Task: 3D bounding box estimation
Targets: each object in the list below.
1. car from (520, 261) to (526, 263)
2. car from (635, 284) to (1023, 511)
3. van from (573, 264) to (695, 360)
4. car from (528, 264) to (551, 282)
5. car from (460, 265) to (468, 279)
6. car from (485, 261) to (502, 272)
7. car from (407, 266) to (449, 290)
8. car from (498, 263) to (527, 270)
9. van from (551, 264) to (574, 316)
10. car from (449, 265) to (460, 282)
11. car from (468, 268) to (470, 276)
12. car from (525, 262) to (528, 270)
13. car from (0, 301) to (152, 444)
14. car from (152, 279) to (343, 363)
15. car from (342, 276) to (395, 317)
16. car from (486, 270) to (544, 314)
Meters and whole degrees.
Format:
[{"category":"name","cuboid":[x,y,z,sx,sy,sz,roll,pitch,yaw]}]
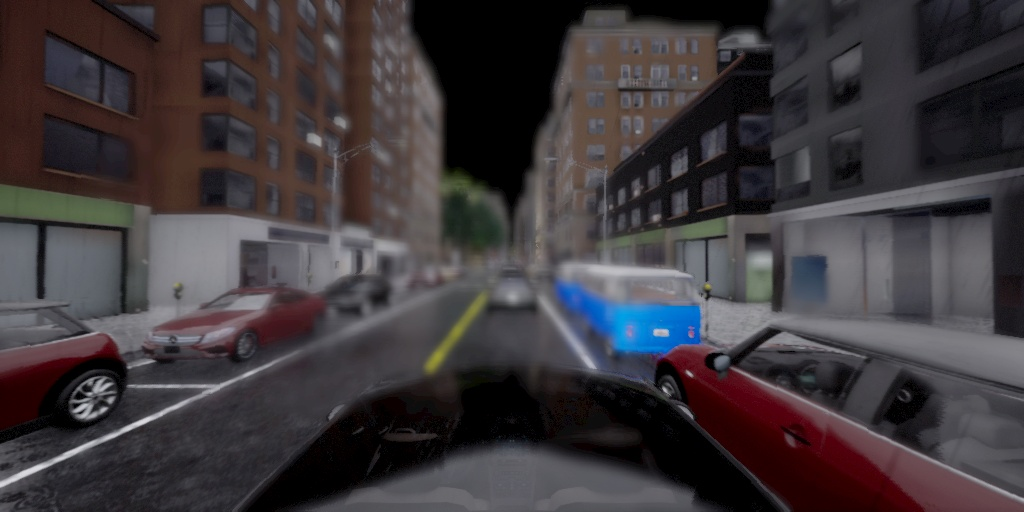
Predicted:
[{"category":"car","cuboid":[2.671,1.940,57.828,1.948,1.339,4.313,0,0,0]},{"category":"car","cuboid":[2.668,1.200,2.757,1.967,1.591,4.097,0,0,0]},{"category":"van","cuboid":[2.669,1.157,8.265,1.690,1.789,3.998,0,0,0]},{"category":"car","cuboid":[2.670,1.605,30.293,2.007,1.370,4.403,0,0,0]},{"category":"car","cuboid":[-5.855,1.698,35.815,1.802,1.307,4.207,0,0,0]},{"category":"car","cuboid":[-3.041,1.869,58.082,2.128,1.511,4.902,0,-1,1]},{"category":"car","cuboid":[-5.856,1.433,24.798,1.967,1.591,4.097,0,0,0]},{"category":"car","cuboid":[0.048,1.549,29.286,1.837,1.490,4.892,0,0,0]},{"category":"van","cuboid":[2.669,1.214,13.771,1.690,1.789,3.998,0,0,0]},{"category":"car","cuboid":[-5.855,1.580,30.137,1.751,1.417,4.829,0,0,0]},{"category":"car","cuboid":[-5.855,1.745,41.323,1.948,1.339,4.313,0,0,0]},{"category":"car","cuboid":[2.670,1.705,41.477,1.751,1.417,4.829,0,0,0]},{"category":"car","cuboid":[-5.857,1.200,2.767,1.967,1.591,4.097,0,0,0]},{"category":"car","cuboid":[-5.857,1.398,8.274,1.802,1.307,4.207,0,0,0]},{"category":"car","cuboid":[-5.857,1.439,13.782,1.948,1.339,4.313,0,0,0]},{"category":"car","cuboid":[0.048,1.445,14.410,1.994,1.385,4.181,0,0,0]}]
